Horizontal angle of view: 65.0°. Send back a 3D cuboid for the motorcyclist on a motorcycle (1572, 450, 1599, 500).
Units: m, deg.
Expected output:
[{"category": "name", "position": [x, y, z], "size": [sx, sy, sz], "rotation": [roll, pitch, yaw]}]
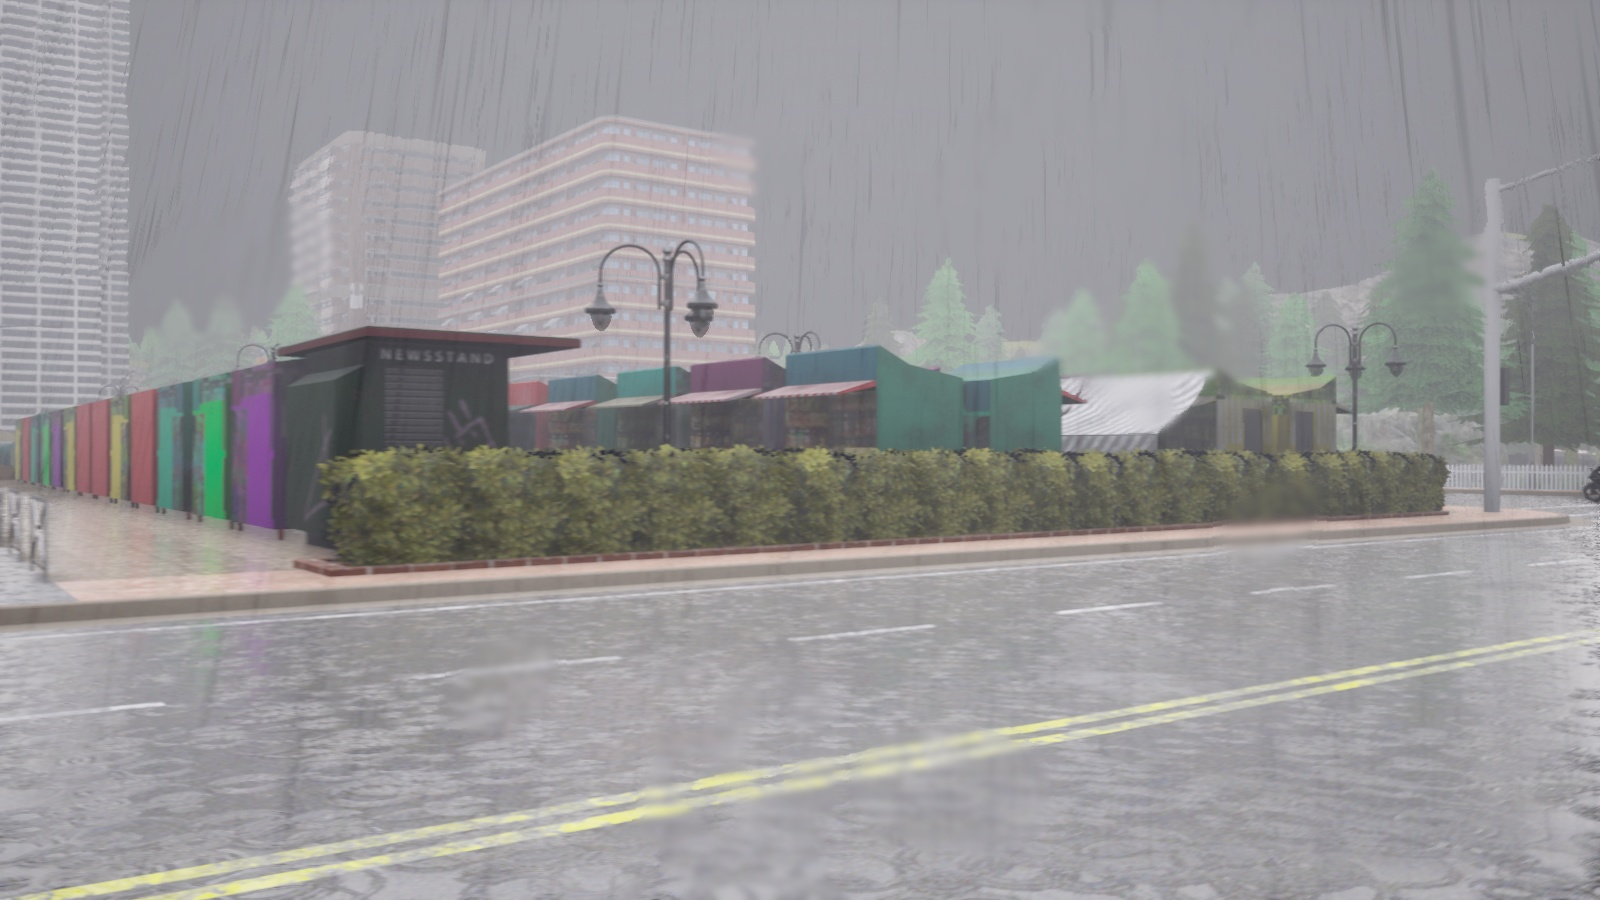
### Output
[{"category": "motorcyclist on a motorcycle", "position": [24.844, 0.768, 38.329], "size": [0.797, 1.523, 2.044], "rotation": [-1, 0, -32]}]
